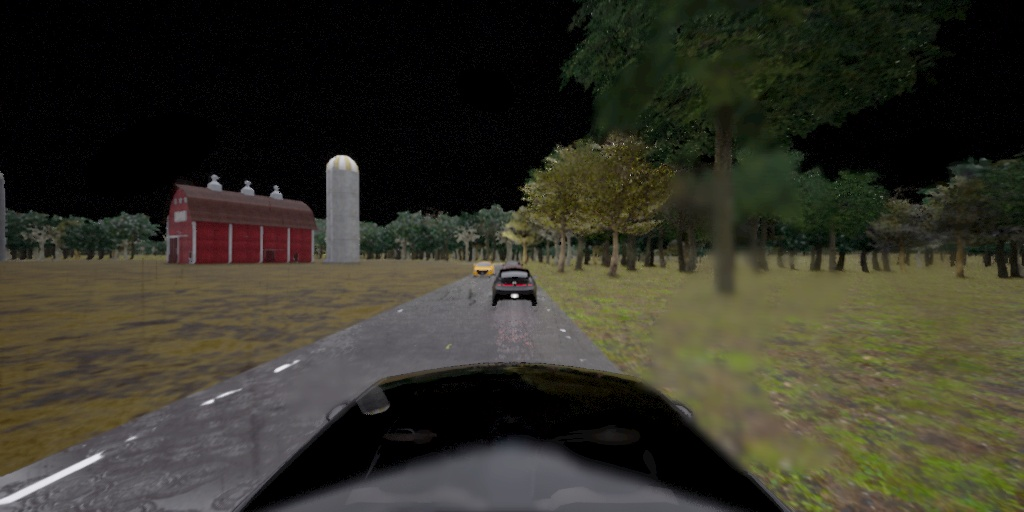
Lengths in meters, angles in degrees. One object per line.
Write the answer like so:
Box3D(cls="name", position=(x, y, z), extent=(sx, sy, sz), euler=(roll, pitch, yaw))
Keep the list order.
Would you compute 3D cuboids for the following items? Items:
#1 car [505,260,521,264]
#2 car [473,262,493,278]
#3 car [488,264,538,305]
Box3D(cls="car", position=(0.086, 1.193, 36.126), extent=(2.097, 1.767, 4.553), euler=(0, 0, 0))
Box3D(cls="car", position=(-2.772, 1.319, 36.072), extent=(1.882, 1.535, 5.008), euler=(0, 0, 0))
Box3D(cls="car", position=(0.106, 1.290, 16.164), extent=(1.837, 1.490, 4.892), euler=(0, 0, 0))
